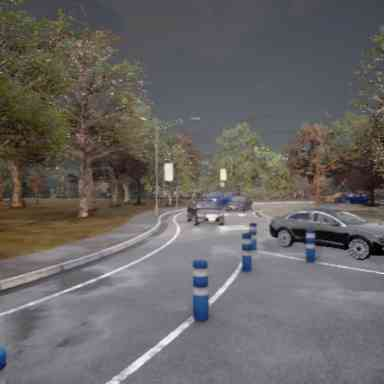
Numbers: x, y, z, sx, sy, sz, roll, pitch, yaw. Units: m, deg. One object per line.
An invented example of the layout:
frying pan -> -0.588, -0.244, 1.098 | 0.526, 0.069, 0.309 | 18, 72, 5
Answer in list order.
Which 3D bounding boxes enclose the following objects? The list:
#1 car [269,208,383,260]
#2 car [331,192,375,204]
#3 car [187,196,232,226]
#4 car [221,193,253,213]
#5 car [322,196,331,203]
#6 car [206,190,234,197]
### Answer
car -> 5.109, 1.387, 12.256 | 2.128, 1.511, 4.902 | -1, 1, -36
car -> 22.192, 0.861, 45.215 | 5.008, 1.535, 1.882 | 0, 1, -1
car -> 0.807, 1.303, 21.830 | 2.128, 1.511, 4.902 | -1, 1, -9
car -> 4.690, 1.160, 32.672 | 1.837, 1.490, 4.892 | -2, 0, 22
car -> 21.570, 0.826, 48.420 | 5.008, 1.535, 1.882 | 0, 1, -2
car -> 3.048, 0.838, 36.927 | 2.150, 2.045, 5.566 | 0, 0, 30
